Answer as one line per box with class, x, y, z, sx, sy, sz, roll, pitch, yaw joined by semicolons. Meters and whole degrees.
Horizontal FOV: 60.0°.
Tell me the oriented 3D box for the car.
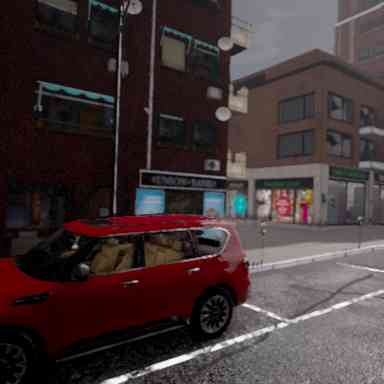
car;-1.265;1.337;5.161;5.009;1.841;2.192;1;1;-35
